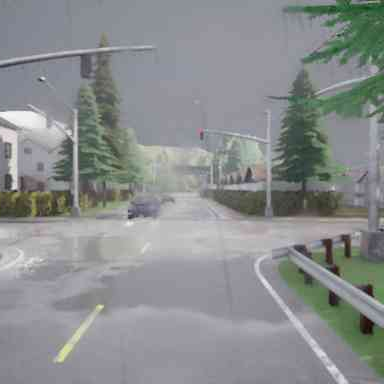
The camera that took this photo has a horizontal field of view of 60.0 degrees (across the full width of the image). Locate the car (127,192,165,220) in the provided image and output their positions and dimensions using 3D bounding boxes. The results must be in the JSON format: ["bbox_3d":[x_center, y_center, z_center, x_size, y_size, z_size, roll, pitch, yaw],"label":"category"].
[{"bbox_3d":[-3.500,1.065,25.250,2.097,1.767,4.553,0,0,0],"label":"car"}]

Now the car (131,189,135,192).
[{"bbox_3d":[-16.766,0.217,88.967,3.866,1.878,1.905,0,1,-1],"label":"car"}]

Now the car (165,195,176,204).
[{"bbox_3d":[-3.495,1.060,49.995,1.895,1.301,4.718,0,1,0],"label":"car"}]
